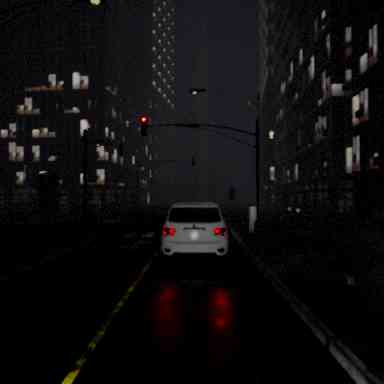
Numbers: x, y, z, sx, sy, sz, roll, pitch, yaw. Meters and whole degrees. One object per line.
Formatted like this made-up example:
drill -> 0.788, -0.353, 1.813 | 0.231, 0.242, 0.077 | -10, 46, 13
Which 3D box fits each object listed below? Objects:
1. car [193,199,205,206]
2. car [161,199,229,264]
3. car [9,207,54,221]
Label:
car -> 1.376, 2.083, 66.491 | 1.812, 1.442, 4.674 | 0, 0, 8
car -> 0.148, 1.344, 12.511 | 2.150, 2.045, 5.566 | 0, 0, 2
car -> -16.268, 2.173, 33.681 | 4.403, 1.369, 2.008 | -1, 0, 10
